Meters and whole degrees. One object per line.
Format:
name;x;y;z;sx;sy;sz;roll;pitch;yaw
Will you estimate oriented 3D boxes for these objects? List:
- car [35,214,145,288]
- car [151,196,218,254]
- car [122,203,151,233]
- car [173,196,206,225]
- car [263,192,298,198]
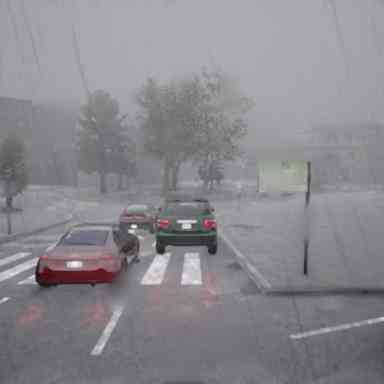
car;-2.614;1.545;9.257;1.994;1.385;4.181;0;0;-2
car;-0.231;1.178;13.448;2.150;2.045;5.566;0;1;-1
car;-2.842;1.368;18.577;1.837;1.490;4.892;0;2;-1
car;-0.059;1.198;23.284;1.837;1.490;4.892;0;2;6
car;10.832;-0.053;40.747;4.674;1.442;1.812;-2;5;-26
